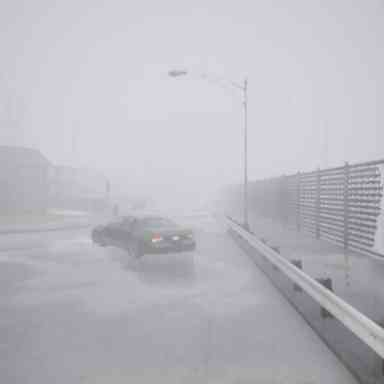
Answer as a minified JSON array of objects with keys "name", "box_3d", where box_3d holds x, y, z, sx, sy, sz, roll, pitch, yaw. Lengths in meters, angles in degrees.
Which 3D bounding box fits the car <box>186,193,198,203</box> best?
[{"name":"car","box_3d":[-0.013,1.184,70.424,2.150,2.045,5.566,0,0,0]}]

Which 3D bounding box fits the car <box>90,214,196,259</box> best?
[{"name":"car","box_3d":[-2.078,1.540,12.704,2.033,1.411,5.357,0,0,-38]}]
